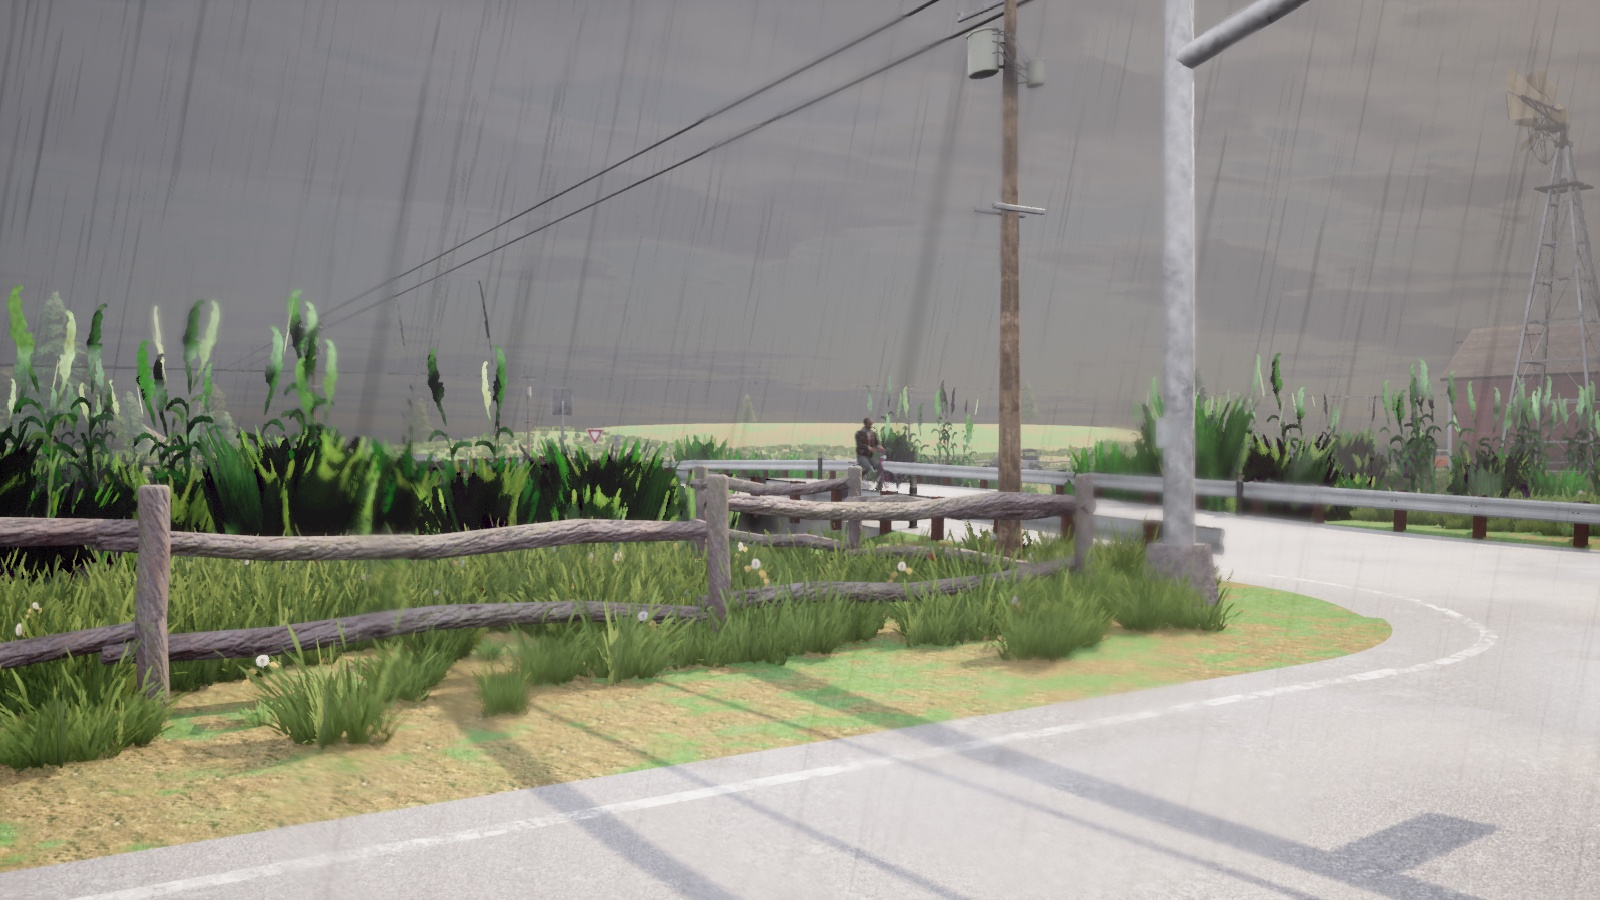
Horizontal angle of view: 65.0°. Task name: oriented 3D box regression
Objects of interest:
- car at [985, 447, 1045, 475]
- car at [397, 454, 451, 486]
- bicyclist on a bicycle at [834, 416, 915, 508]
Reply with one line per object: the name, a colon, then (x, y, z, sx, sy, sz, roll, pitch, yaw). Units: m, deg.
car: (15.015, 0.758, 87.757, 3.866, 1.878, 1.905, 0, 0, -32)
car: (-17.422, 0.950, 58.055, 1.994, 1.385, 4.181, 0, -1, -23)
bicyclist on a bicycle: (1.482, 0.219, 25.445, 0.659, 1.776, 1.843, 0, 2, -32)
